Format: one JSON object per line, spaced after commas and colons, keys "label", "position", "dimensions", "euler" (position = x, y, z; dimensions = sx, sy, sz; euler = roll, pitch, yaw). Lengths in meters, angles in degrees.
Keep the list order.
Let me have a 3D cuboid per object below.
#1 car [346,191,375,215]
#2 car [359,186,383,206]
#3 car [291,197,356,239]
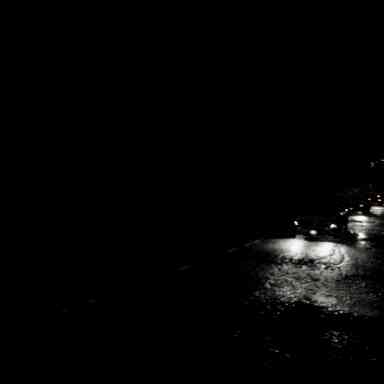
{"label": "car", "position": [12.838, 0.911, 26.072], "dimensions": [1.812, 1.442, 4.674], "euler": [2, 2, 33]}
{"label": "car", "position": [20.069, 0.378, 37.041], "dimensions": [2.150, 2.045, 5.566], "euler": [2, 2, 33]}
{"label": "car", "position": [6.143, 1.155, 15.449], "dimensions": [2.033, 1.411, 5.357], "euler": [2, 2, 30]}
